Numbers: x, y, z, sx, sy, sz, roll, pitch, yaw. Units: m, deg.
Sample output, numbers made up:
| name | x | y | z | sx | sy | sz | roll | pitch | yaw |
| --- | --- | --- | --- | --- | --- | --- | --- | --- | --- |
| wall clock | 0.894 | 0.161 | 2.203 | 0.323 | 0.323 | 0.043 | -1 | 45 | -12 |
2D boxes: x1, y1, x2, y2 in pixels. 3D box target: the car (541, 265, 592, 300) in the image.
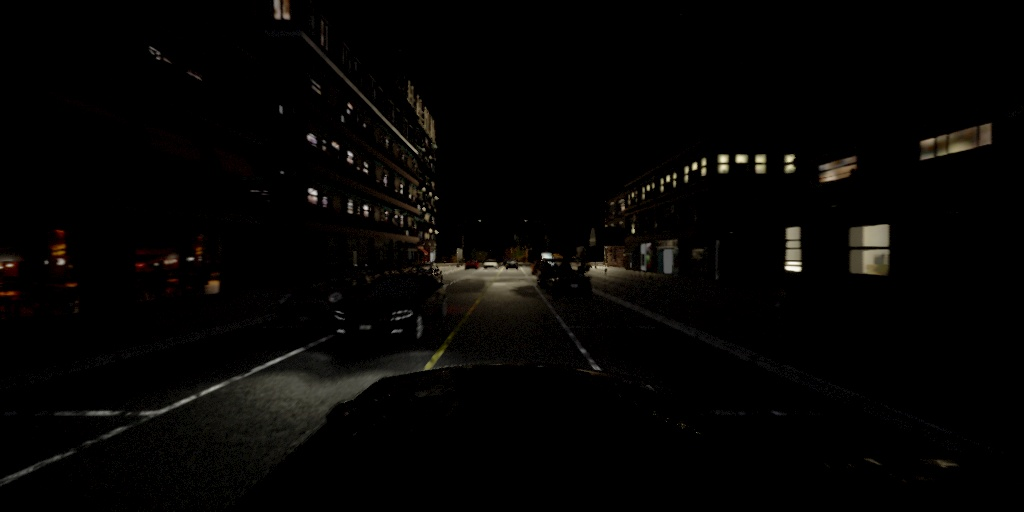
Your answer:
| name | x | y | z | sx | sy | sz | roll | pitch | yaw |
| --- | --- | --- | --- | --- | --- | --- | --- | --- | --- |
| car | 2.690 | 1.315 | 17.460 | 1.948 | 1.339 | 4.313 | 0 | 0 | 0 |

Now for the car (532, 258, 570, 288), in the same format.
| name | x | y | z | sx | sy | sz | roll | pitch | yaw |
| --- | --- | --- | --- | --- | --- | --- | --- | --- | --- |
| car | 2.690 | 1.064 | 23.137 | 2.192 | 1.841 | 5.009 | 0 | 0 | 0 |

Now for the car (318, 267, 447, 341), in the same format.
| name | x | y | z | sx | sy | sz | roll | pitch | yaw |
| --- | --- | --- | --- | --- | --- | --- | --- | --- | --- |
| car | -3.097 | 1.228 | 10.063 | 1.882 | 1.535 | 5.008 | 0 | 0 | 0 |

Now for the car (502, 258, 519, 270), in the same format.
| name | x | y | z | sx | sy | sz | roll | pitch | yaw |
| --- | --- | --- | --- | --- | --- | --- | --- | --- | --- |
| car | 0.007 | 1.295 | 51.302 | 2.033 | 1.411 | 5.357 | 0 | 0 | 0 |

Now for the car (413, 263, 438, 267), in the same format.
| name | x | y | z | sx | sy | sz | roll | pitch | yaw |
| --- | --- | --- | --- | --- | --- | --- | --- | --- | --- |
| car | -5.691 | 1.189 | 23.165 | 1.967 | 1.591 | 4.097 | 0 | 0 | 0 |

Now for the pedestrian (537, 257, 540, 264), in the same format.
| name | x | y | z | sx | sy | sz | roll | pitch | yaw |
| --- | --- | --- | --- | --- | --- | --- | --- | --- | --- |
| pedestrian | 3.000 | 1.042 | 41.531 | 0.375 | 1.860 | 0.375 | -1 | 1 | -3 |

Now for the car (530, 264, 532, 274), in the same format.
| name | x | y | z | sx | sy | sz | roll | pitch | yaw |
| --- | --- | --- | --- | --- | --- | --- | --- | --- | --- |
| car | 3.000 | 1.227 | 38.538 | 1.882 | 1.535 | 5.008 | 0 | 0 | 0 |

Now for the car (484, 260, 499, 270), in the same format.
| name | x | y | z | sx | sy | sz | roll | pitch | yaw |
| --- | --- | --- | --- | --- | --- | --- | --- | --- | --- |
| car | -3.056 | 1.272 | 52.188 | 1.812 | 1.442 | 4.674 | 0 | 0 | 0 |

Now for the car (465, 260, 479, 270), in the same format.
| name | x | y | z | sx | sy | sz | roll | pitch | yaw |
| --- | --- | --- | --- | --- | --- | --- | --- | --- | --- |
| car | -5.692 | 1.292 | 51.553 | 1.888 | 1.381 | 4.507 | 0 | 0 | 0 |

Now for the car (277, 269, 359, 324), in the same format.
| name | x | y | z | sx | sy | sz | roll | pitch | yaw |
| --- | --- | --- | --- | --- | --- | --- | --- | --- | --- |
| car | -5.691 | 1.190 | 11.810 | 1.967 | 1.591 | 4.097 | 0 | 0 | 0 |

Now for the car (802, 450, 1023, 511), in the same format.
| name | x | y | z | sx | sy | sz | roll | pitch | yaw |
| --- | --- | --- | --- | --- | --- | --- | --- | --- | --- |
| car | 2.690 | 1.316 | 0.427 | 1.948 | 1.339 | 4.313 | 0 | 0 | 0 |
